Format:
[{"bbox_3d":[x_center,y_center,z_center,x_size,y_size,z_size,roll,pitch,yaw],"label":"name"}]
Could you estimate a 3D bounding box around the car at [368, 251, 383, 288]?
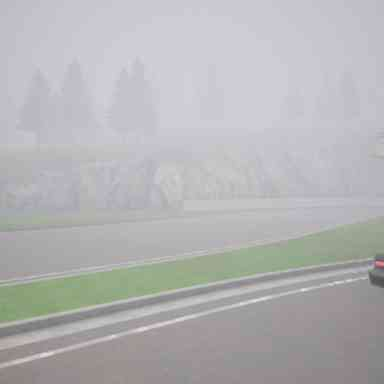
[{"bbox_3d":[6.377,1.542,7.383,5.357,1.411,2.033,0,0,-25],"label":"car"}]
